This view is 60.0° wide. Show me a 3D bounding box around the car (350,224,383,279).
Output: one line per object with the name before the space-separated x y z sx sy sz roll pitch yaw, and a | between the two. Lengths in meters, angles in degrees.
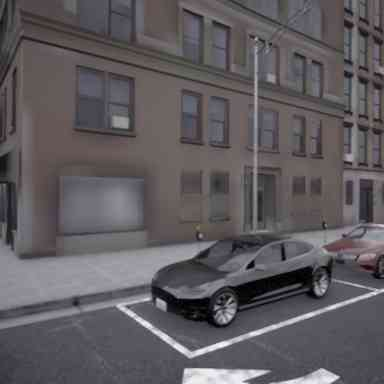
car | 5.735 1.681 10.279 4.206 1.307 1.802 1 0 -35

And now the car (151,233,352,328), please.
car | 1.243 1.613 7.075 4.313 1.339 1.947 1 0 -35
